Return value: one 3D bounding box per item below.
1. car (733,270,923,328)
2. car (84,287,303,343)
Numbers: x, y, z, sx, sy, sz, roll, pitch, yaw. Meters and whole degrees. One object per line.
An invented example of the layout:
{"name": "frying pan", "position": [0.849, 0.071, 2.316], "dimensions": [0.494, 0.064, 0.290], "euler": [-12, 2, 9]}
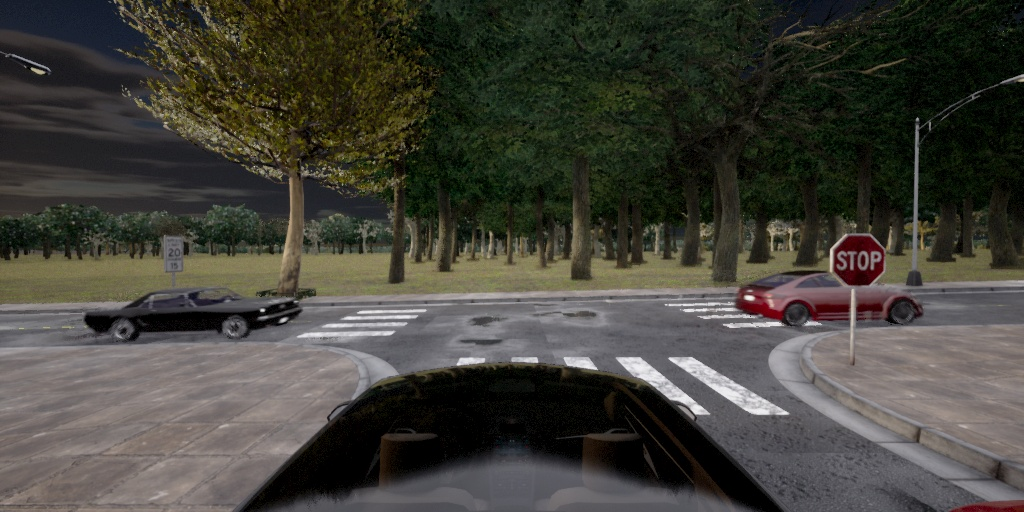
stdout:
{"name": "car", "position": [8.664, 1.100, 10.075], "dimensions": [4.181, 1.385, 1.994], "euler": [-1, 1, 0]}
{"name": "car", "position": [-8.654, 1.544, 10.081], "dimensions": [4.718, 1.301, 1.895], "euler": [-1, 1, 0]}
